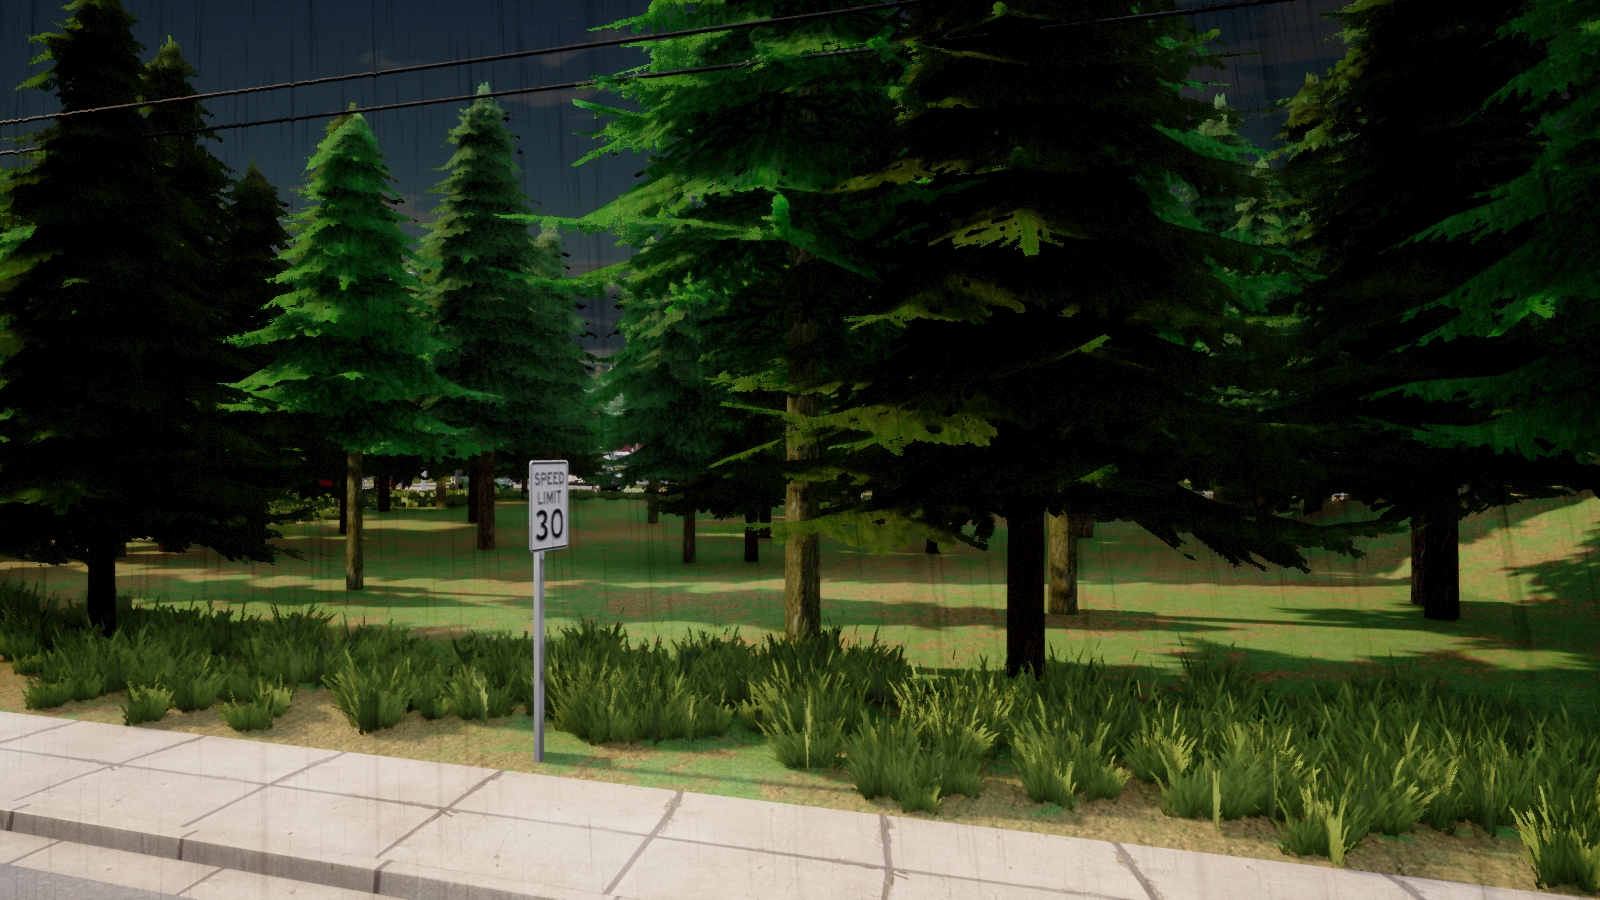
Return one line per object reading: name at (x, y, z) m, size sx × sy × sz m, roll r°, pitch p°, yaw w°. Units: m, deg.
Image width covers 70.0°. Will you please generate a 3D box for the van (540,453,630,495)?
van at (-13.883, 1.508, 73.669) m, size 5.915 × 2.561 × 1.988 m, roll 0°, pitch 0°, yaw 33°
